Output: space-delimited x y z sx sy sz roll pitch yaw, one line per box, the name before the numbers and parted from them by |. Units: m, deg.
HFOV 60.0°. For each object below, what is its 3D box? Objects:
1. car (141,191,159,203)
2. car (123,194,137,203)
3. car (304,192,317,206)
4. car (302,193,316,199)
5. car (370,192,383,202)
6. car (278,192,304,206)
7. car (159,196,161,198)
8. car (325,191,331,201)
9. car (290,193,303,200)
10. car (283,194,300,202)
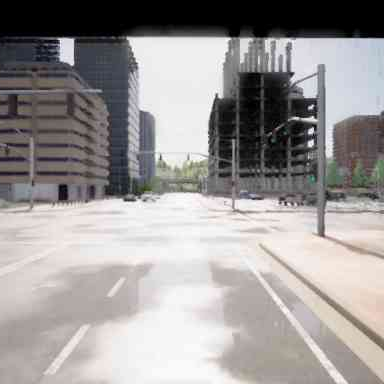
car | -8.067 0.913 62.073 2.150 2.045 5.566 0 0 0
car | -11.565 1.170 62.036 1.882 1.535 5.008 0 0 0
car | 16.017 0.933 45.140 1.905 1.878 3.866 0 0 0
car | 27.274 0.979 77.748 1.784 1.438 3.905 0 0 0
car | 35.560 0.843 62.764 1.932 1.855 4.605 0 0 0
car | 13.123 0.930 45.184 1.932 1.855 4.605 0 0 0
car | -8.153 1.140 77.650 2.033 1.411 5.357 0 0 0
car | 29.957 0.769 77.806 1.932 1.855 4.605 0 0 0
car | 24.379 1.011 77.739 1.970 1.475 3.806 0 0 0
car | 18.663 1.086 62.617 1.970 1.475 3.806 0 0 0
